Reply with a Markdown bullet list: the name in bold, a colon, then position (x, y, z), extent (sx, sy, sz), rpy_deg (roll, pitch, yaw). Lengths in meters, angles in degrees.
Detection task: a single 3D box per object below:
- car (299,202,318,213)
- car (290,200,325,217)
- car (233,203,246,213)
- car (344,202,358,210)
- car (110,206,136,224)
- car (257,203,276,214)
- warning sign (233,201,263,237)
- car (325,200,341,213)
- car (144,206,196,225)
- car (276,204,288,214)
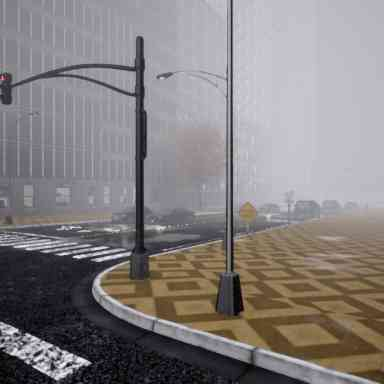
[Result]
- **car**: position (19.193, 2.506, 54.725), extent (1.882, 1.535, 5.008), rpy_deg (0, -1, 33)
- **car**: position (14.338, 2.004, 41.032), extent (2.150, 2.045, 5.566), rpy_deg (0, -1, 33)
- **car**: position (7.291, 2.338, 48.395), extent (1.812, 1.442, 4.674), rpy_deg (0, -1, 33)
- **car**: position (31.498, 2.662, 65.692), extent (2.097, 1.767, 4.553), rpy_deg (0, -1, 33)
- **car**: position (-5.044, 1.933, 29.360), extent (1.812, 1.442, 4.674), rpy_deg (0, -1, 33)
- **car**: position (11.084, 2.357, 48.247), extent (1.837, 1.490, 4.892), rpy_deg (0, -1, 33)
- **warning sign**: position (3.122, 1.454, 18.564), extent (1.300, 1.860, 1.060), rpy_deg (1, 1, 33)
- **car**: position (22.401, 2.267, 53.517), extent (2.150, 2.045, 5.566), rpy_deg (0, -1, 33)
- **car**: position (-1.682, 1.979, 28.577), extent (2.033, 1.411, 5.357), rpy_deg (0, -1, 33)
- **car**: position (13.634, 2.372, 46.035), extent (1.812, 1.442, 4.674), rpy_deg (0, -1, 33)
